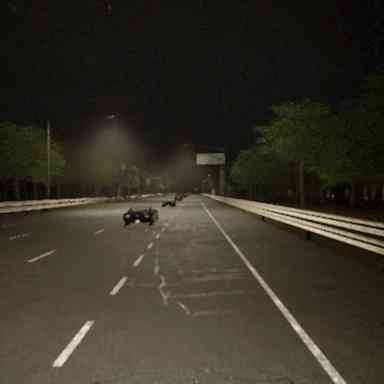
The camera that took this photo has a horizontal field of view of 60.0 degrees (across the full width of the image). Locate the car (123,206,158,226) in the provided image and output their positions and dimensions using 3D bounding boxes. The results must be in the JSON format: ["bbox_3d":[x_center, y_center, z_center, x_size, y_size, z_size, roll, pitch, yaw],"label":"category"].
[{"bbox_3d":[-3.480,1.605,23.471,1.895,1.301,4.718,0,0,0],"label":"car"}]

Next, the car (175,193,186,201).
[{"bbox_3d":[-3.189,1.339,79.608,2.097,1.767,4.553,0,0,0],"label":"car"}]

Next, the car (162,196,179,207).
[{"bbox_3d":[-3.381,1.607,50.460,1.895,1.301,4.718,0,0,0],"label":"car"}]
